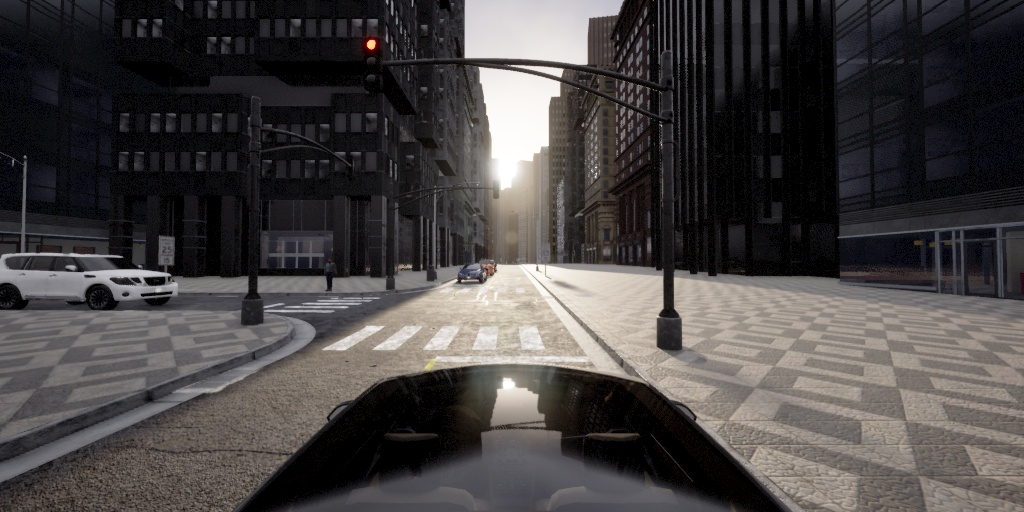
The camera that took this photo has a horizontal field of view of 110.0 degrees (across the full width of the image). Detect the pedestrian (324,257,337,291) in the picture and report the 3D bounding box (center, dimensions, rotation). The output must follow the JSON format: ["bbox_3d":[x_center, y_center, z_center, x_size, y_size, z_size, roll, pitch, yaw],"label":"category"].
[{"bbox_3d":[-9.972,0.974,19.591,0.375,1.860,0.375,0,-1,0],"label":"pedestrian"}]

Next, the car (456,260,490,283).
[{"bbox_3d":[-3.050,1.289,28.235,1.812,1.442,4.674,0,0,2],"label":"car"}]

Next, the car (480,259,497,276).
[{"bbox_3d":[-3.028,1.137,38.240,2.097,1.767,4.553,0,0,0],"label":"car"}]

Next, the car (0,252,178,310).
[{"bbox_3d":[-15.881,0.907,13.399,5.566,2.045,2.150,0,-1,2],"label":"car"}]
